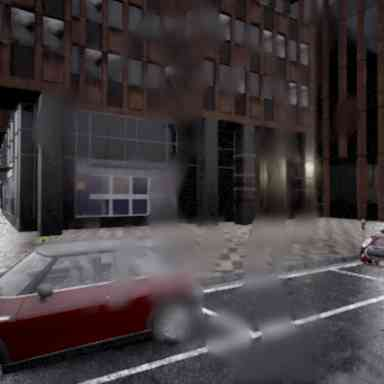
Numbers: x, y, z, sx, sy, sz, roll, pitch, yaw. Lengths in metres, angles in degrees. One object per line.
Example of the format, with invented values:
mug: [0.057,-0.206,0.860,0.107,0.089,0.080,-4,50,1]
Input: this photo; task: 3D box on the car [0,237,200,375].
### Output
car: [-1.974,1.512,5.040,4.097,1.590,1.967,1,-1,-32]

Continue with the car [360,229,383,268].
car: [7.382,1.627,10.915,4.097,1.590,1.967,1,-1,-32]
